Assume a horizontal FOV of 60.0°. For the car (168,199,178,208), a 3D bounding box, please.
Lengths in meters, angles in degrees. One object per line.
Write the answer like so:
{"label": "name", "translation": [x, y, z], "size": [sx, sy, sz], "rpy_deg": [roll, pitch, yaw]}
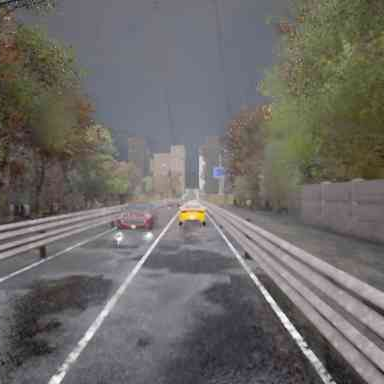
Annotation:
{"label": "car", "translation": [-3.269, 2.102, 61.598], "size": [1.882, 1.535, 5.008], "rpy_deg": [0, -1, 1]}

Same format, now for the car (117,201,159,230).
{"label": "car", "translation": [-3.345, 1.402, 21.224], "size": [2.097, 1.767, 4.553], "rpy_deg": [0, 0, 0]}

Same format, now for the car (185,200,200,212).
{"label": "car", "translation": [0.092, 1.821, 43.468], "size": [1.812, 1.442, 4.674], "rpy_deg": [0, -1, 0]}

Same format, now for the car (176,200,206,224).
{"label": "car", "translation": [0.052, 1.557, 25.221], "size": [1.882, 1.535, 5.008], "rpy_deg": [0, 0, 1]}
